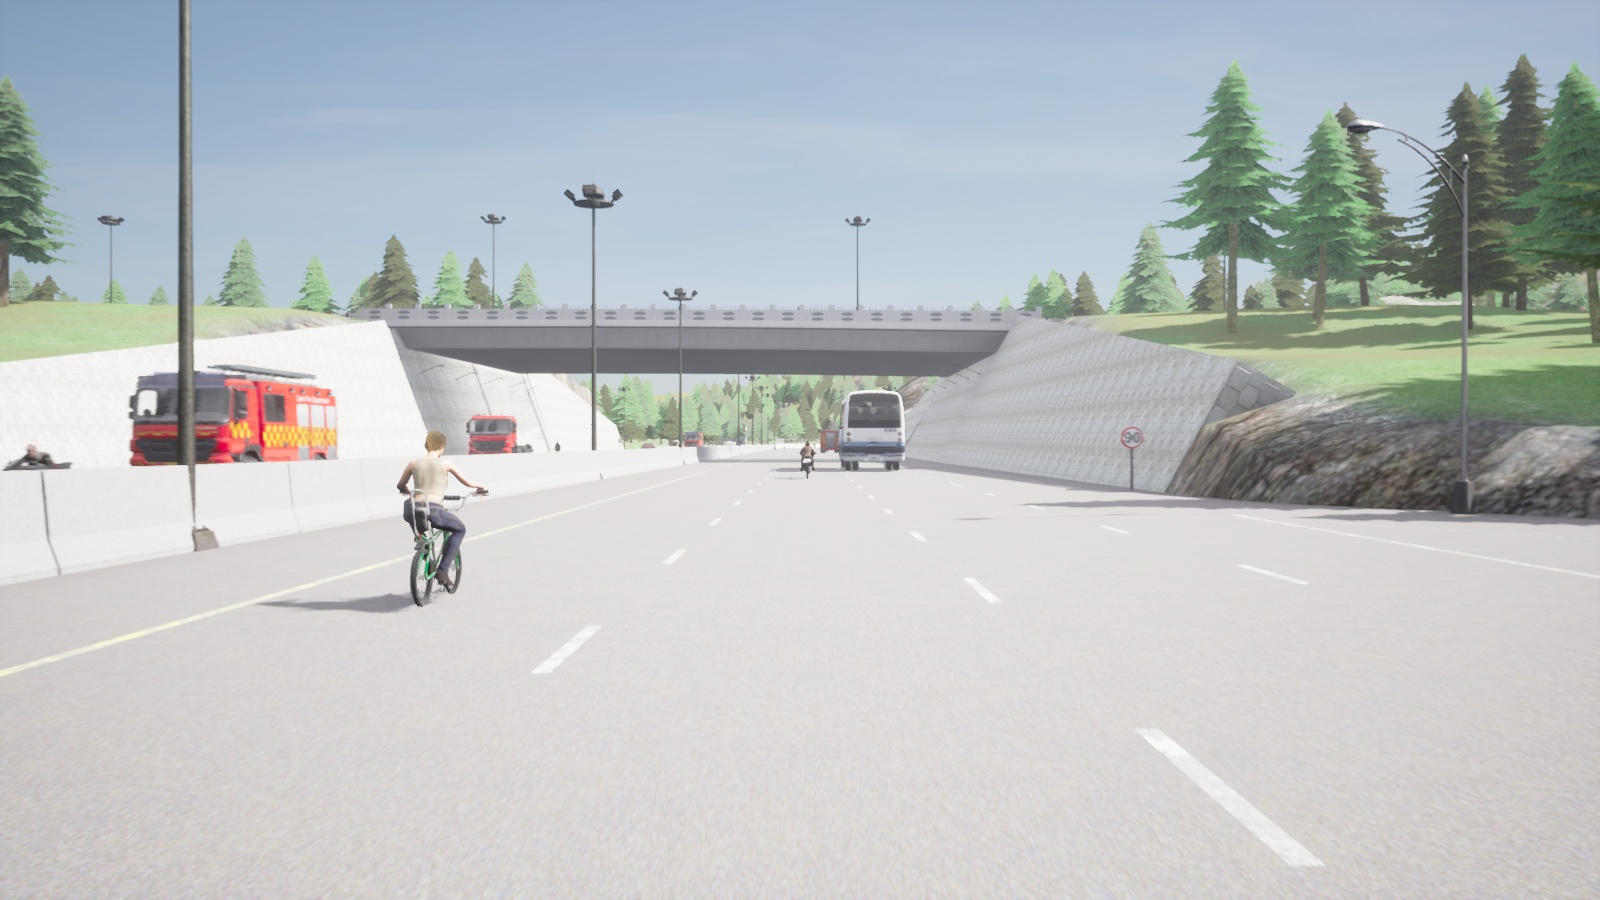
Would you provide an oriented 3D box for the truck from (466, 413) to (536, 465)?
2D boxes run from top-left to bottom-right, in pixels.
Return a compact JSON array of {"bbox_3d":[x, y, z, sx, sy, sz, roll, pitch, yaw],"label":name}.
[{"bbox_3d":[-20.492,-0.740,86.564,2.891,3.462,7.936,0,0,0],"label":"truck"}]

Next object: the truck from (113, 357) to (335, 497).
[{"bbox_3d":[-17.265,-0.649,38.459,2.891,3.827,8.468,0,0,0],"label":"truck"}]

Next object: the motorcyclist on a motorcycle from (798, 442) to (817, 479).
[{"bbox_3d":[0.317,0.430,53.367,0.797,1.523,2.044,0,1,0],"label":"motorcyclist on a motorcycle"}]

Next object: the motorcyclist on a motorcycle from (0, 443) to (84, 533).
[{"bbox_3d":[-13.857,0.644,22.427,0.866,1.530,2.191,0,0,0],"label":"motorcyclist on a motorcycle"}]

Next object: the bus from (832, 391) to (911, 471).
[{"bbox_3d":[3.923,-1.030,71.494,3.944,4.253,10.273,0,0,0],"label":"bus"}]

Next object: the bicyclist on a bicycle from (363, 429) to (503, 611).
[{"bbox_3d":[-3.422,0.613,11.852,0.866,1.612,1.509,0,0,1],"label":"bicyclist on a bicycle"}]
